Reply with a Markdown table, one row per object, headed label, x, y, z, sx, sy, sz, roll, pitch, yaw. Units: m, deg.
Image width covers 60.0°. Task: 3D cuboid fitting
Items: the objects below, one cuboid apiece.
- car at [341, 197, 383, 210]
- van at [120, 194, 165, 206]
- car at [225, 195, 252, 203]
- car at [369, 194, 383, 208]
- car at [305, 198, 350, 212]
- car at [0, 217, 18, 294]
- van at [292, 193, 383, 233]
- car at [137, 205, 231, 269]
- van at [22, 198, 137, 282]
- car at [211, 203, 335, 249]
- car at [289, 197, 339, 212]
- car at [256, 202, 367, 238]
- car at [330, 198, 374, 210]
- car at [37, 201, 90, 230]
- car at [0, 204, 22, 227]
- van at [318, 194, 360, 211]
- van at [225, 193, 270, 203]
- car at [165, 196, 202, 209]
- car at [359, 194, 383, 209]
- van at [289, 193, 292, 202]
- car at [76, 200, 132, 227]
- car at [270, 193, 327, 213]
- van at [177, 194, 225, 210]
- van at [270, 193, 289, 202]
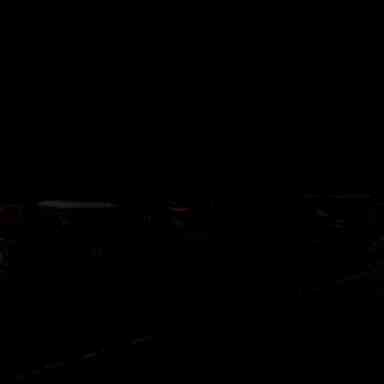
| label | x | y | z | sx | sy | sz | roll | pitch | yaw |
| --- | --- | --- | --- | --- | --- | --- | --- | --- | --- |
| car | 22.920 | 1.510 | 44.640 | 2.097 | 1.535 | 5.008 | 1 | 0 | -35 |
| van | -4.206 | 1.174 | 25.458 | 1.878 | 1.987 | 4.442 | -1 | 0 | -35 |
| car | 2.627 | 1.334 | 30.191 | 2.097 | 1.535 | 5.008 | -1 | 0 | -35 |
| car | 29.703 | 1.326 | 49.446 | 2.435 | 2.045 | 5.566 | 1 | 0 | -35 |
| car | 16.151 | 1.482 | 39.820 | 2.002 | 1.452 | 4.674 | 1 | 0 | -35 |
| car | -5.732 | 1.528 | 8.168 | 2.002 | 1.452 | 4.674 | -1 | 0 | -35 |
| van | 7.900 | 1.130 | 17.737 | 1.878 | 1.987 | 4.442 | -1 | 0 | -35 |
| car | -1.213 | 1.444 | 11.393 | 2.097 | 1.535 | 5.008 | -1 | 0 | -35 |
| van | -3.540 | 1.240 | 9.871 | 1.878 | 1.987 | 4.442 | -1 | 0 | -35 |
| car | 3.328 | 1.430 | 14.586 | 2.163 | 1.488 | 4.792 | -1 | 0 | -36 |
| car | 13.897 | 1.419 | 38.209 | 2.097 | 1.535 | 5.008 | 1 | 0 | -35 |
| car | 5.571 | 1.418 | 16.224 | 2.002 | 1.452 | 4.674 | -1 | 0 | -35 |
| car | 20.558 | 1.526 | 42.966 | 2.002 | 1.452 | 4.674 | 1 | 0 | -35 |
| car | -8.645 | 1.443 | 22.145 | 2.097 | 1.535 | 5.008 | -1 | 0 | -35 |
| car | -11.004 | 1.466 | 20.464 | 2.097 | 1.535 | 5.008 | -1 | 0 | -35 |
| van | 18.237 | 1.238 | 41.452 | 1.878 | 1.987 | 4.442 | 1 | 0 | -35 |
| van | 4.831 | 1.102 | 31.612 | 1.878 | 1.987 | 4.442 | 0 | 0 | -35 |
| car | -1.773 | 1.375 | 26.822 | 1.946 | 1.575 | 5.366 | -1 | 0 | -36 |
| car | 27.448 | 1.304 | 47.838 | 2.435 | 2.045 | 5.566 | 1 | 0 | -35 |
| van | 9.214 | 1.148 | 35.022 | 1.878 | 1.987 | 4.442 | 1 | 0 | -35 |
| car | -6.389 | 1.423 | 23.752 | 2.231 | 1.521 | 4.892 | -1 | 0 | -35 |
| car | 11.554 | 1.145 | 36.512 | 2.435 | 2.045 | 5.566 | 1 | 0 | -35 |
| van | 0.441 | 1.130 | 28.483 | 1.878 | 1.987 | 4.442 | -1 | 0 | -35 |
| van | 7.060 | 1.126 | 33.486 | 1.878 | 1.987 | 4.442 | 1 | 0 | -35 |
